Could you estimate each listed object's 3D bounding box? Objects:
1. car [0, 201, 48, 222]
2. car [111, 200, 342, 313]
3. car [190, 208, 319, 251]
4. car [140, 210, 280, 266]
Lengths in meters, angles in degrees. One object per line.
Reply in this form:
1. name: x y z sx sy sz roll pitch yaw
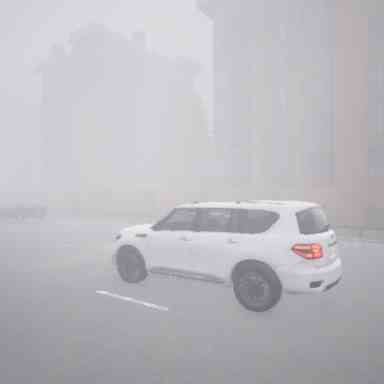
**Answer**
1. car: -13.584 1.480 26.572 5.008 1.535 1.882 0 0 35
2. car: 0.522 1.219 7.917 5.566 2.045 2.150 0 0 35
3. car: 2.661 1.547 14.989 5.357 1.411 2.033 0 0 35
4. car: 0.515 1.505 12.221 4.892 1.490 1.837 0 0 35
